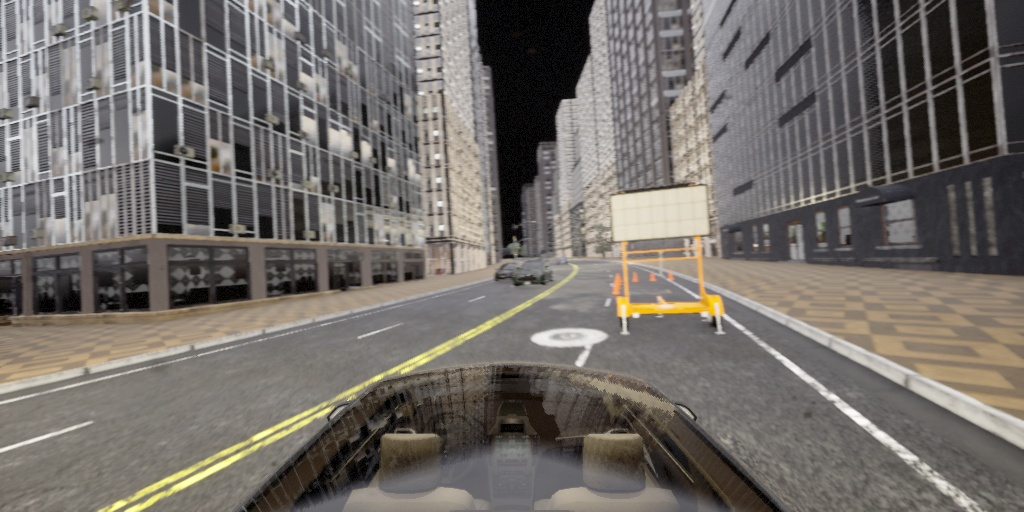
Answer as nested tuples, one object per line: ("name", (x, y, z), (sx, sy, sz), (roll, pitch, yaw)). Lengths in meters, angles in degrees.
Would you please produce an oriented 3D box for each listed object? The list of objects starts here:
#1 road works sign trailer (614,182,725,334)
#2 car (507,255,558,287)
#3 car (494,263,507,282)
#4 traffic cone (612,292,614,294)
("road works sign trailer", (4.054, -0.034, 9.530), (2.380, 3.560, 2.880), (0, 0, 18))
("car", (1.500, 1.063, 24.283), (2.097, 1.767, 4.553), (-4, 0, 15))
("car", (-0.153, 1.342, 30.671), (1.837, 1.490, 4.892), (-4, 0, 14))
("traffic cone", (4.838, 1.426, 16.620), (0.340, 0.580, 0.340), (0, 0, 17))
